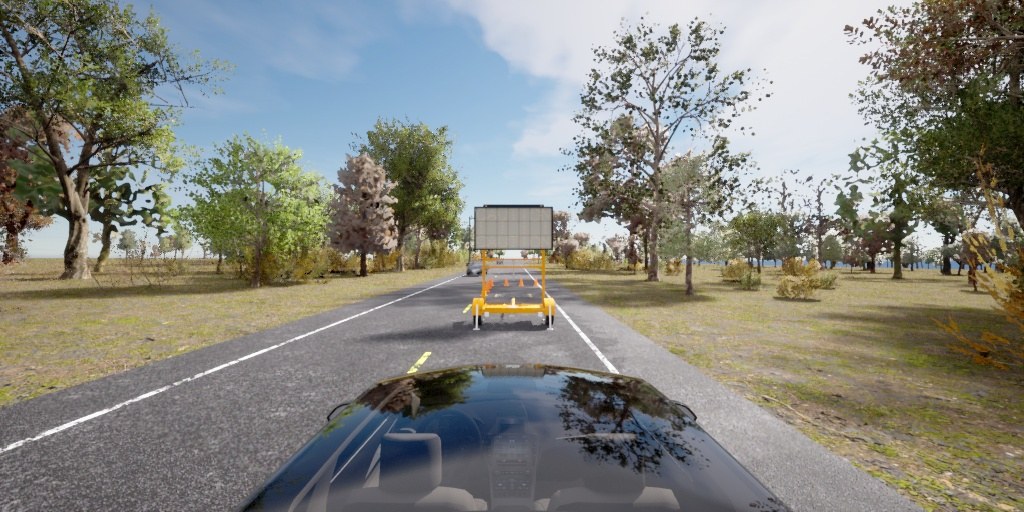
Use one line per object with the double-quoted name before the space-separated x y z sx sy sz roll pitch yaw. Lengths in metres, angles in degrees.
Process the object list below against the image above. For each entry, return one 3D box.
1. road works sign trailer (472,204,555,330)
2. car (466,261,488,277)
"road works sign trailer" 0.050 0.218 11.094 2.380 3.560 2.880 0 0 0
"car" -3.435 1.277 35.971 2.128 1.511 4.902 0 0 0
